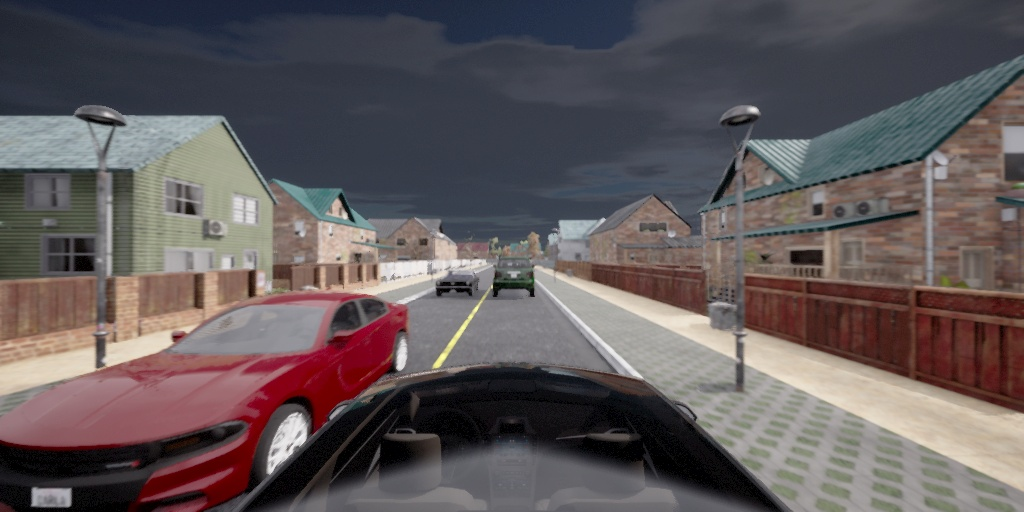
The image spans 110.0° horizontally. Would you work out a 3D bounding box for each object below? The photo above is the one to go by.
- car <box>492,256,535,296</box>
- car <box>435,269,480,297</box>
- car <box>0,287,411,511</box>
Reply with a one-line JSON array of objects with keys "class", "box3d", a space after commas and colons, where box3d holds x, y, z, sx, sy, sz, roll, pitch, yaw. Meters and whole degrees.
[{"class": "car", "box3d": [0.102, 1.031, 19.814, 2.150, 2.045, 5.566, 0, 0, 0]}, {"class": "car", "box3d": [-2.849, 1.406, 19.531, 1.895, 1.301, 4.718, 0, 0, 0]}, {"class": "car", "box3d": [-2.830, 1.236, 4.714, 1.882, 1.535, 5.008, 0, 0, 0]}]
